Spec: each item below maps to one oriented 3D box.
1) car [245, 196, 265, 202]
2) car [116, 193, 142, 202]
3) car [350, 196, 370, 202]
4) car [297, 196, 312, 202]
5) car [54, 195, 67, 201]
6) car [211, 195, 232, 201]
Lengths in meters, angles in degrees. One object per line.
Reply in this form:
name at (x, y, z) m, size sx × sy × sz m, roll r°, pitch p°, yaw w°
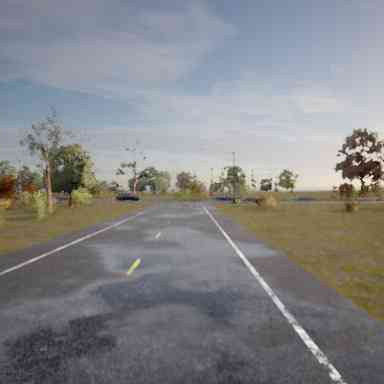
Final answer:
car at (14.057, 1.582, 73.739) m, size 4.674 × 1.442 × 1.812 m, roll 0°, pitch 0°, yaw -2°
car at (-13.901, 1.176, 73.019) m, size 5.566 × 2.045 × 2.150 m, roll 0°, pitch 0°, yaw -2°
car at (41.481, 1.725, 81.548) m, size 4.718 × 1.301 × 1.895 m, roll 0°, pitch 0°, yaw -2°
car at (26.830, 1.610, 81.124) m, size 4.902 × 1.511 × 2.128 m, roll 0°, pitch 0°, yaw -2°
car at (-32.059, 1.377, 79.488) m, size 4.902 × 1.511 × 2.128 m, roll 0°, pitch 0°, yaw -2°
car at (7.125, 1.501, 80.554) m, size 5.008 × 1.535 × 1.882 m, roll 0°, pitch 0°, yaw -2°
